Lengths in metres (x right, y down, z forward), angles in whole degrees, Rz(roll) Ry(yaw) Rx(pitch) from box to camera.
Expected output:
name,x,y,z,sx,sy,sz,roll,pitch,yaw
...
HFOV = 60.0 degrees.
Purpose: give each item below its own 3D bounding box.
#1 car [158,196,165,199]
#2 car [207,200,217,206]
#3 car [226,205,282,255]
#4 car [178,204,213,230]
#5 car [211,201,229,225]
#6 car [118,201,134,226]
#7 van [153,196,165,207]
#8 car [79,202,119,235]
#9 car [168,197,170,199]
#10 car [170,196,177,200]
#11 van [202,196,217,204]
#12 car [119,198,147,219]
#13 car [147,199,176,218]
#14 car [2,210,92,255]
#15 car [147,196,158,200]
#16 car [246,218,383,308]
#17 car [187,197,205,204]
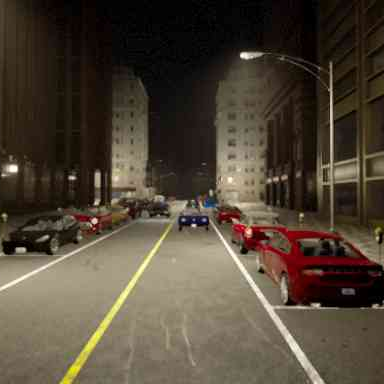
name,x,y,z,sx,sy,sz,roll,pitch,yaw
car,-5.813,1.807,52.923,1.802,1.307,4.206,1,0,0
car,2.698,1.682,30.428,2.008,1.369,4.403,1,0,0
car,2.688,1.500,13.555,1.967,1.590,4.097,1,0,0
car,0.114,1.696,21.784,1.895,1.301,4.718,0,0,0
car,2.694,1.653,24.803,1.887,1.381,4.507,1,0,0
car,-5.831,1.633,24.632,1.752,1.417,4.829,1,0,0
van,-5.806,1.590,58.548,1.690,1.788,3.998,1,0,0
car,-5.834,1.525,19.178,1.967,1.590,4.097,1,0,0
car,-5.805,1.817,64.172,1.887,1.381,4.507,1,0,0
car,-5.787,1.968,91.155,1.802,1.307,4.206,1,0,0
van,2.712,1.543,47.303,1.690,1.788,3.998,1,0,0
car,-5.825,1.447,30.427,2.192,1.841,5.009,1,0,0
car,-2.978,1.714,32.278,2.033,1.411,5.357,0,0,0
car,-5.839,1.626,13.553,1.947,1.339,4.313,1,0,0
car,-5.818,1.619,41.675,1.967,1.590,4.097,1,0,0
car,2.683,1.580,7.930,1.887,1.381,4.507,1,0,0
car,0.128,1.721,40.484,2.033,1.411,5.357,0,0,0
